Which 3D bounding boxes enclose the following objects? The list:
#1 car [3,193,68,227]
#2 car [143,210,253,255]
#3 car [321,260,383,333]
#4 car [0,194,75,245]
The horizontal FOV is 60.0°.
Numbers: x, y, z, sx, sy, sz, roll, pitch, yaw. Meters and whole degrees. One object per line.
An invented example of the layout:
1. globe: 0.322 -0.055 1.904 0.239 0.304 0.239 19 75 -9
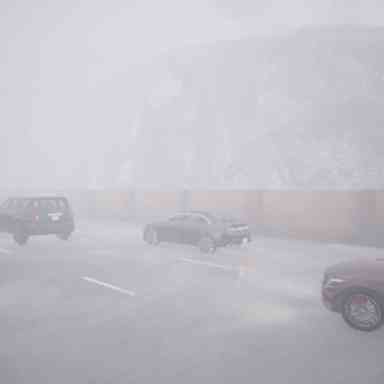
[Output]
1. car: -11.158 1.142 23.480 5.566 2.045 2.150 1 0 42
2. car: 0.054 1.486 13.398 4.902 1.511 2.128 0 0 41
3. car: 4.519 1.553 5.188 4.674 1.442 1.812 0 0 35
4. car: -7.632 1.166 15.555 5.566 2.045 2.150 0 0 42
